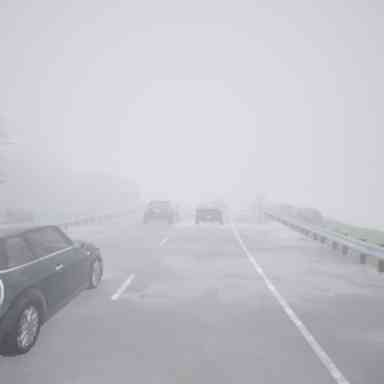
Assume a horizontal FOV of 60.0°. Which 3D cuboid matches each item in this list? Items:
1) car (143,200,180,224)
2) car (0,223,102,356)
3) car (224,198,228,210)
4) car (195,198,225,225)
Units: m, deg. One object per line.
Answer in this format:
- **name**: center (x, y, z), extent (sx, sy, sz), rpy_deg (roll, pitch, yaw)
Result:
- **car**: center (-2.161, 1.350, 24.691), extent (2.097, 1.767, 4.553), rpy_deg (0, 0, 5)
- **car**: center (-3.250, 1.348, 6.235), extent (2.097, 1.767, 4.553), rpy_deg (0, 0, 1)
- **car**: center (3.530, 1.510, 42.390), extent (2.163, 1.488, 4.792), rpy_deg (0, 0, 8)
- **car**: center (1.323, 1.481, 24.475), extent (1.882, 1.535, 5.008), rpy_deg (0, 0, 5)
